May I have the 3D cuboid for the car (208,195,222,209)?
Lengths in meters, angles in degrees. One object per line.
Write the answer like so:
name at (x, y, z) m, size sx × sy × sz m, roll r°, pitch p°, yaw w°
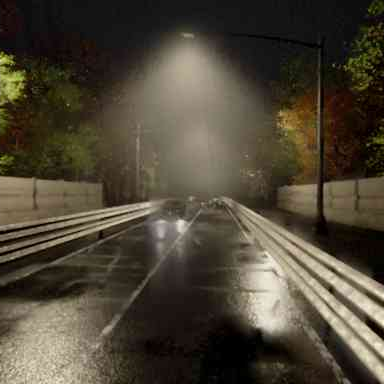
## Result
car at (3.088, 1.488, 44.347) m, size 1.895 × 1.301 × 4.718 m, roll 0°, pitch 0°, yaw 4°

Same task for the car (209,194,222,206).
car at (3.801, 1.290, 54.223) m, size 2.097 × 1.767 × 4.553 m, roll 0°, pitch 0°, yaw 4°

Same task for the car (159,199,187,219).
car at (-1.488, 1.376, 27.410) m, size 1.837 × 1.490 × 4.892 m, roll 0°, pitch 0°, yaw 4°

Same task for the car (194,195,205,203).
car at (1.585, 1.413, 68.699) m, size 2.097 × 1.767 × 4.553 m, roll 0°, pitch -1°, yaw 4°
